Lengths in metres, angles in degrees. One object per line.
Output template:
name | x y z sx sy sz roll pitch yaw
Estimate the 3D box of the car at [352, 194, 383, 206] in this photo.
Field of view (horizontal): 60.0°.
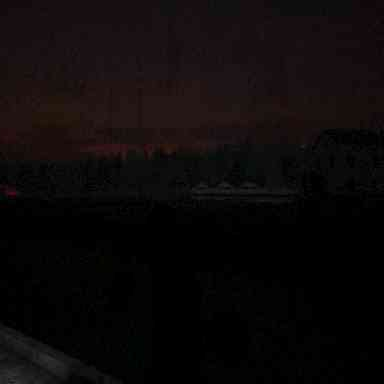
car | 25.609 1.192 47.797 4.605 1.855 1.932 0 0 35
